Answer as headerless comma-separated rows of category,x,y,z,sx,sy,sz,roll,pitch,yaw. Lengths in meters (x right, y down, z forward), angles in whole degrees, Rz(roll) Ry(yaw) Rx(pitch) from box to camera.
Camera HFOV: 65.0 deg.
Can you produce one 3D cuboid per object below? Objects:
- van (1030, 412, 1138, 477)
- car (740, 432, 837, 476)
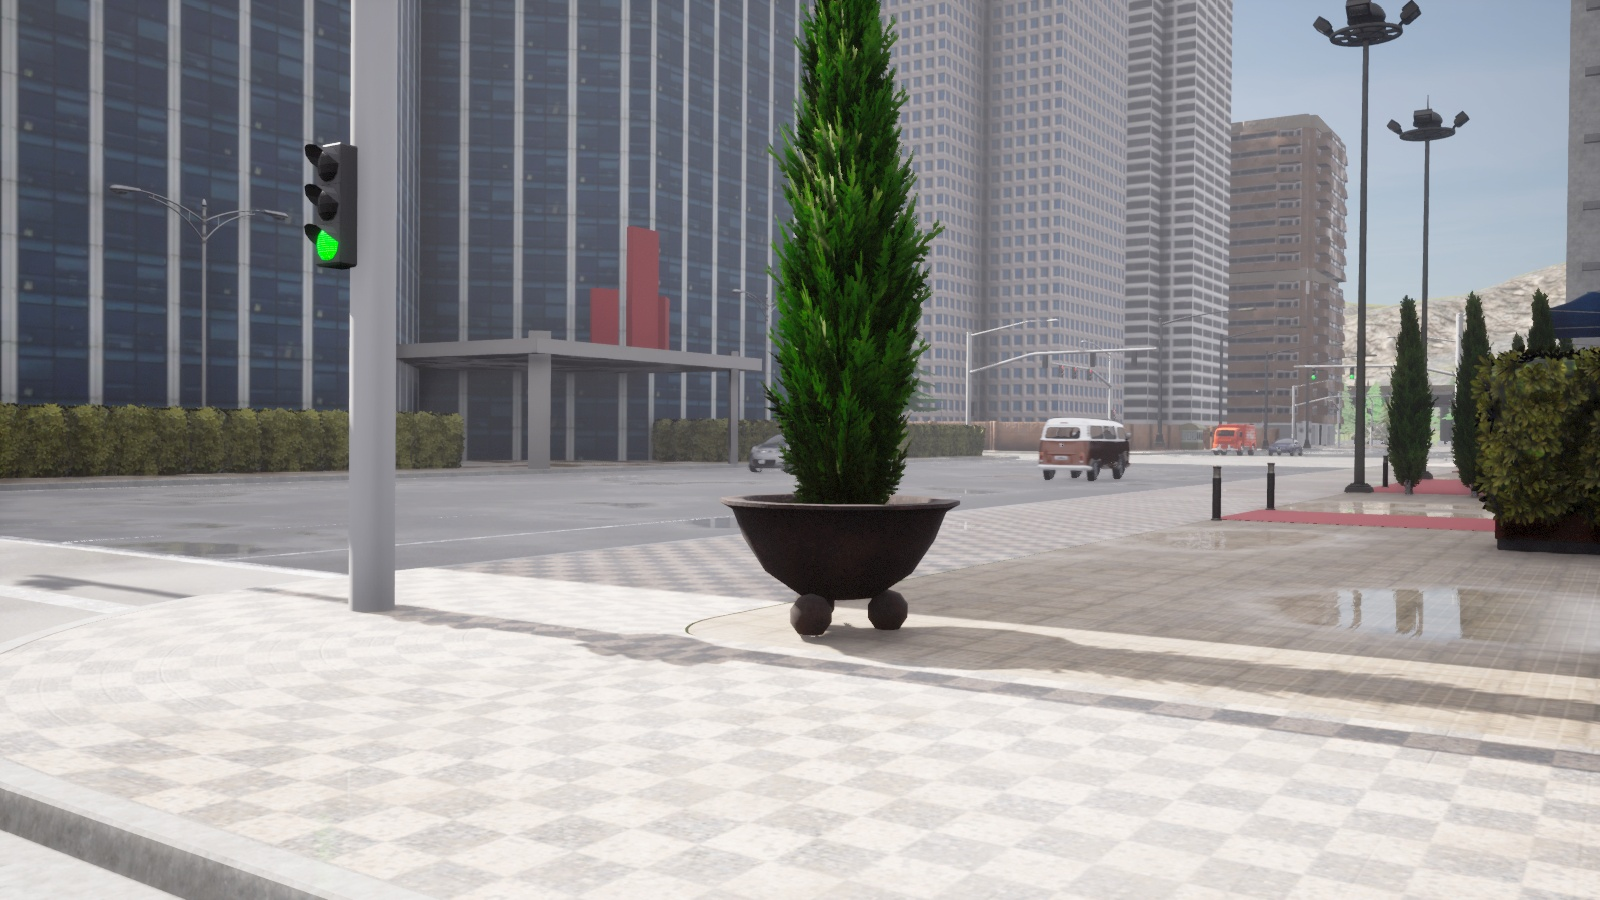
van,9.502,-0.201,41.758,2.069,2.038,4.480,0,1,33
car,-0.375,0.123,45.829,1.845,1.501,3.633,0,1,33
